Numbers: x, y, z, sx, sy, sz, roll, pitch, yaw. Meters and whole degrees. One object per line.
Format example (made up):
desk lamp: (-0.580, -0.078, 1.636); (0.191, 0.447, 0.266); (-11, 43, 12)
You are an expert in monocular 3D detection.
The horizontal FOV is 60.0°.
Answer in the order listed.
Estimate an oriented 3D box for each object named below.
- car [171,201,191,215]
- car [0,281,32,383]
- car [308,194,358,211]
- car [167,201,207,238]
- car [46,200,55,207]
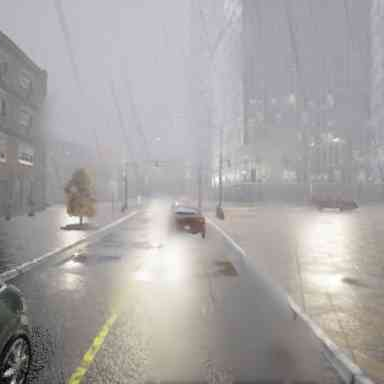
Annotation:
car: (-1.192, 1.595, 34.205); (1.895, 1.301, 4.718); (0, 0, -4)
car: (-2.889, 1.354, 1.942); (2.097, 1.767, 4.553); (0, 0, 0)
car: (15.074, 1.168, 35.846); (5.009, 1.841, 2.192); (0, -1, 17)
car: (-0.297, 1.475, 17.680); (1.882, 1.535, 5.008); (0, 0, -2)
car: (-21.502, 1.556, 46.950); (4.313, 1.339, 1.947); (0, -1, 17)
